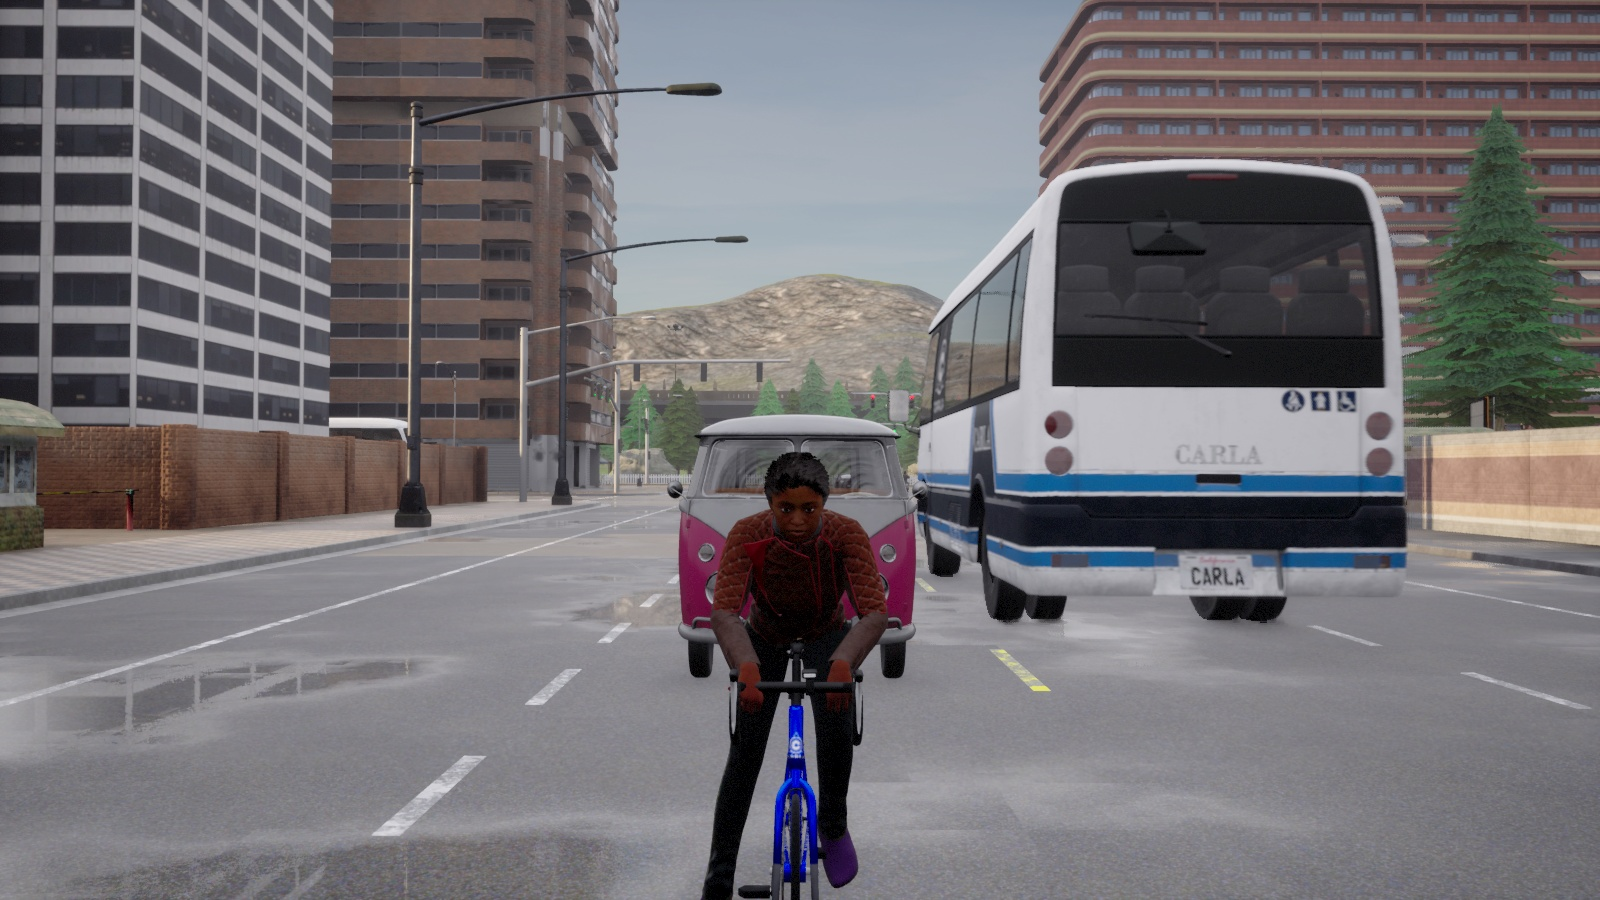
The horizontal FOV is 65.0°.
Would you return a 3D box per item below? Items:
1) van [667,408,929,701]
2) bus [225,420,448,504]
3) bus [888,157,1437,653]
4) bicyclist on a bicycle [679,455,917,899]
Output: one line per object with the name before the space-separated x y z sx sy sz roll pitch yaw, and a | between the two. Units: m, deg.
van | -0.015 0.748 10.772 1.775 1.987 4.442 0 -1 0
bus | -24.146 0.639 65.914 10.273 4.253 3.944 0 -1 0
bus | 3.473 -0.309 15.933 3.944 4.253 10.273 0 -1 0
bicyclist on a bicycle | -0.005 0.833 3.919 0.582 1.620 1.656 0 -1 0
